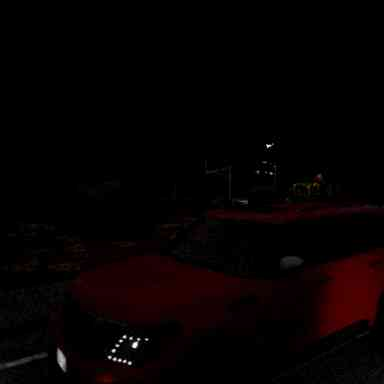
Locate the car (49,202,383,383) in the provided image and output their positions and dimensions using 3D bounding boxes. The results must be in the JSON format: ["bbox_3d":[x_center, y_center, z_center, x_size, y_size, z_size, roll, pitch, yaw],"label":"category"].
[{"bbox_3d":[1.026,1.201,4.723,5.566,2.045,2.150,0,0,-35],"label":"car"}]
